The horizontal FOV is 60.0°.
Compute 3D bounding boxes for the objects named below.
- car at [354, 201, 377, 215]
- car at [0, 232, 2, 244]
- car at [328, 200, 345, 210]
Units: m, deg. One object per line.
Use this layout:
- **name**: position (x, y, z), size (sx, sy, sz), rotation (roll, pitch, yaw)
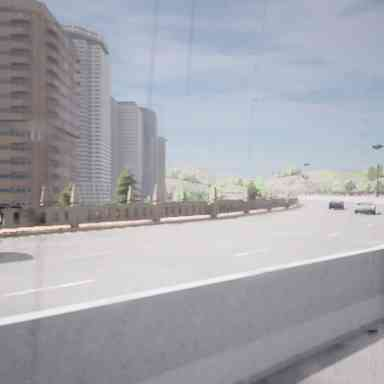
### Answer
- **car**: position (18.079, 1.639, 34.591), size (1.895, 1.301, 4.718), rotation (0, 0, 31)
- **car**: position (-9.171, 1.280, 10.427), size (5.566, 2.045, 2.150), rotation (0, 0, -35)
- **car**: position (18.976, 1.660, 43.528), size (1.895, 1.301, 4.718), rotation (0, 0, 26)
